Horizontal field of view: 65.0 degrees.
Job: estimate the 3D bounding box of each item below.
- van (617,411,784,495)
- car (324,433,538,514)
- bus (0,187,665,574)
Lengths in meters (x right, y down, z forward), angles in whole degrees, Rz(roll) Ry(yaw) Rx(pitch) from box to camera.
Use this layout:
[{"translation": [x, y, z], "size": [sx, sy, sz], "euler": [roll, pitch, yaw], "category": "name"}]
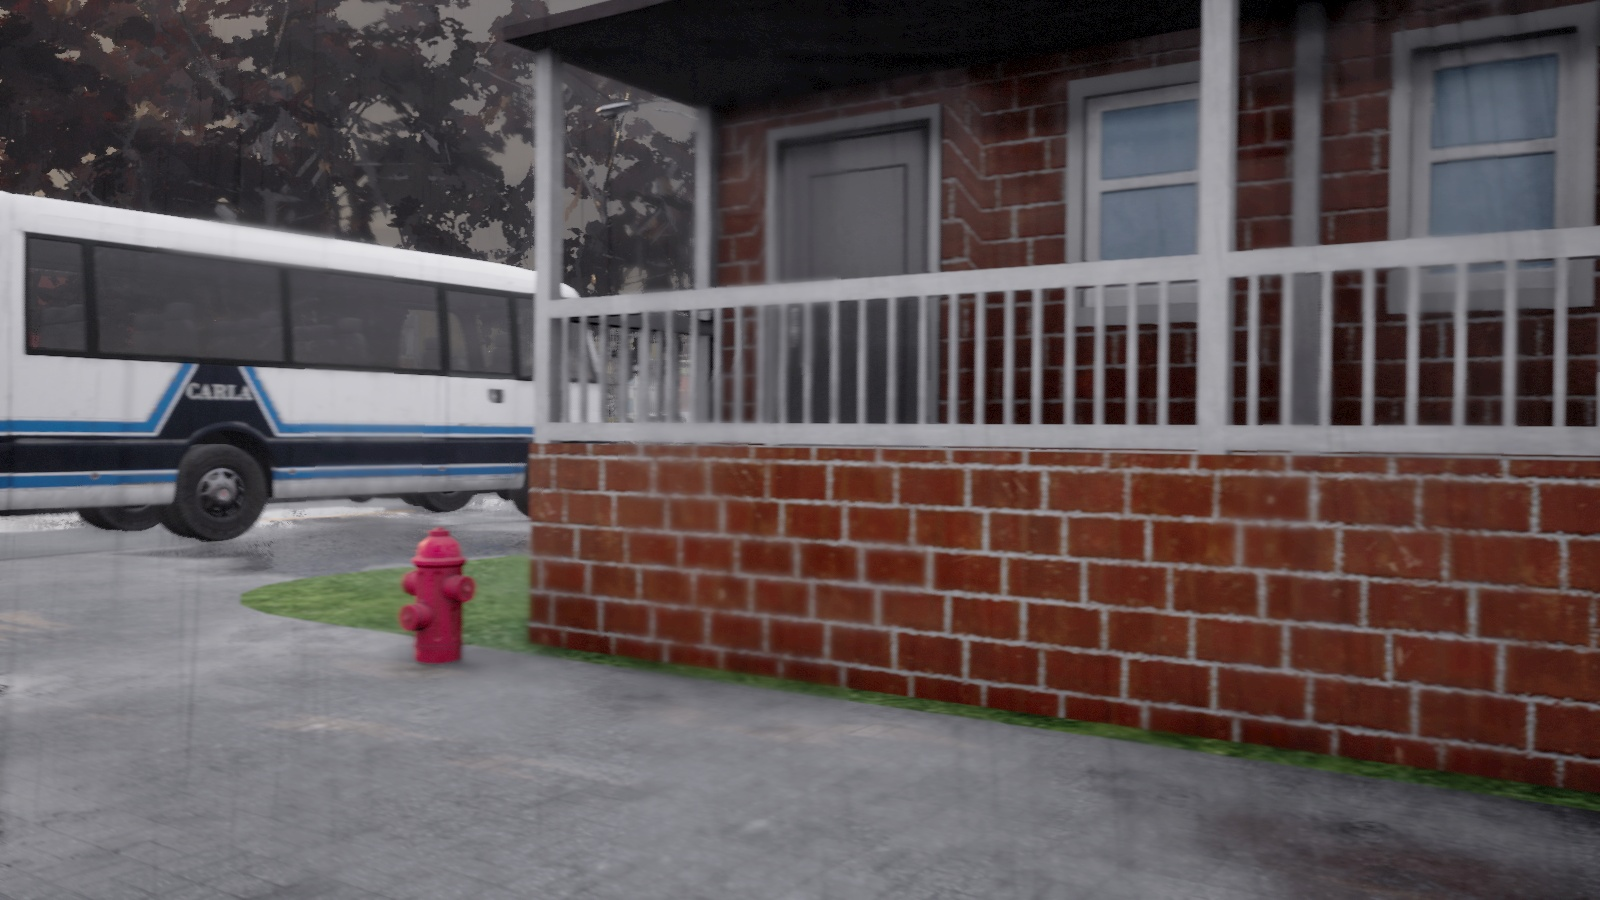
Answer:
[{"translation": [-2.507, 0.033, 32.848], "size": [2.069, 2.038, 4.480], "euler": [0, 1, 32], "category": "van"}, {"translation": [-7.392, 0.419, 25.505], "size": [1.970, 1.475, 3.806], "euler": [0, 1, 32], "category": "car"}, {"translation": [-7.013, -0.840, 19.119], "size": [3.944, 4.253, 10.273], "euler": [0, 1, 36], "category": "bus"}]
